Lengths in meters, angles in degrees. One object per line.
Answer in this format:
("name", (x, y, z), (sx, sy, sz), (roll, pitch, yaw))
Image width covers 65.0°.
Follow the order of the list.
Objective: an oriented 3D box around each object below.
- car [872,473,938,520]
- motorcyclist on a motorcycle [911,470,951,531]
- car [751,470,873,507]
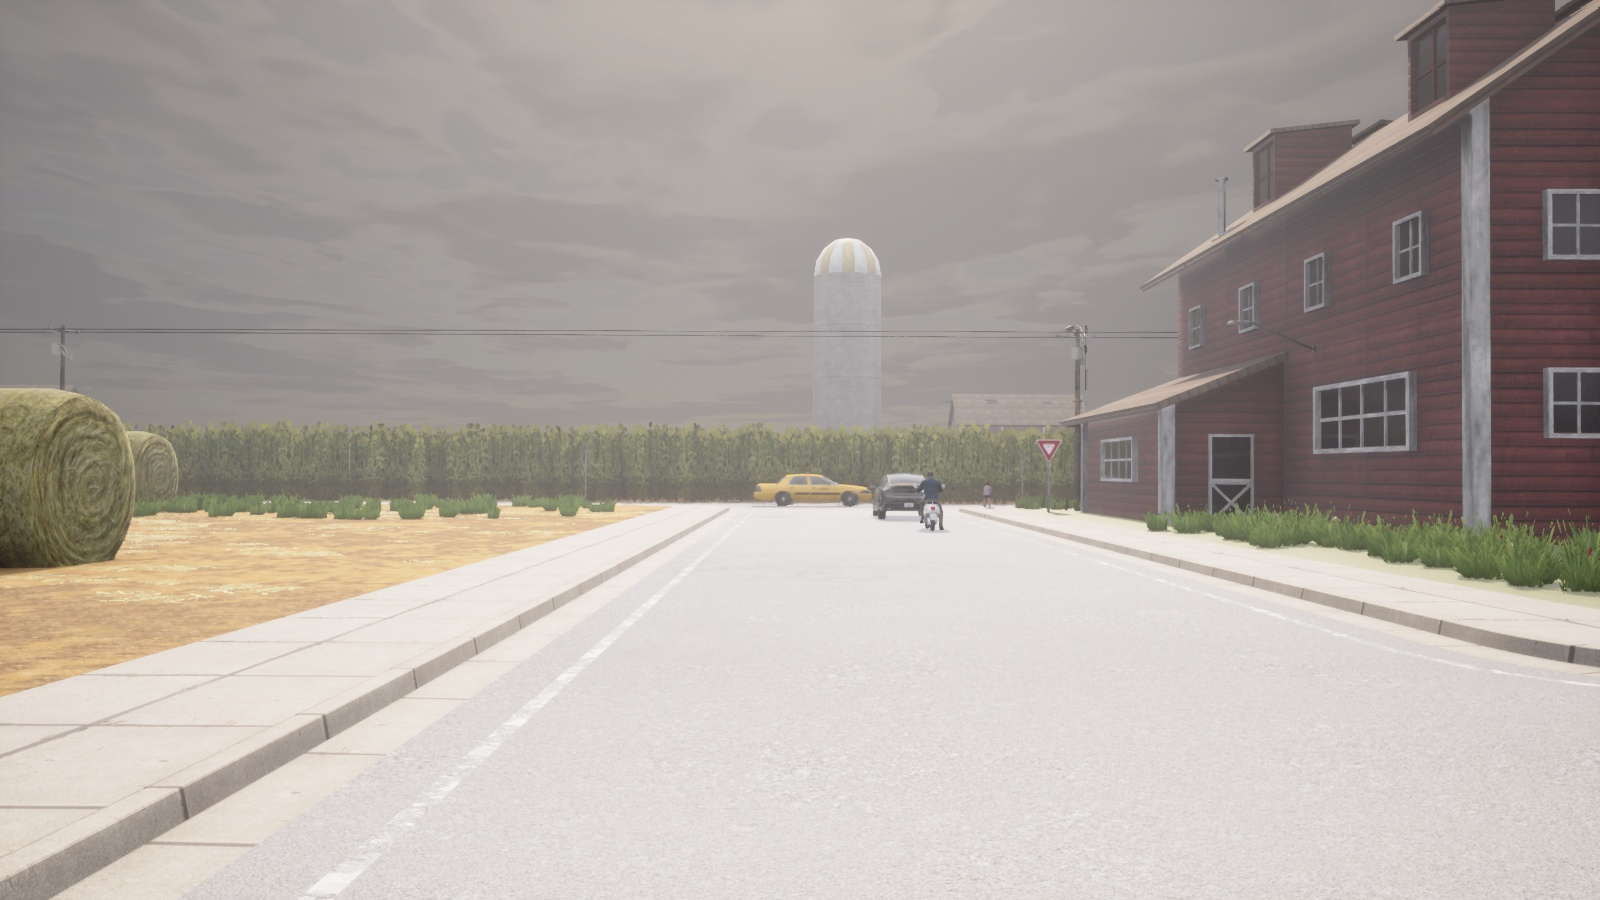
("car", (3.489, 1.522, 42.494), (1.837, 1.490, 4.892), (0, -1, 0))
("motorcyclist on a motorcycle", (3.492, 1.322, 33.611), (0.866, 1.590, 1.817), (0, -1, 0))
("car", (0.529, 1.712, 55.935), (5.366, 1.575, 1.801), (0, -1, 1))
